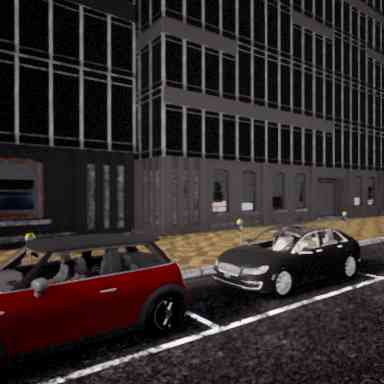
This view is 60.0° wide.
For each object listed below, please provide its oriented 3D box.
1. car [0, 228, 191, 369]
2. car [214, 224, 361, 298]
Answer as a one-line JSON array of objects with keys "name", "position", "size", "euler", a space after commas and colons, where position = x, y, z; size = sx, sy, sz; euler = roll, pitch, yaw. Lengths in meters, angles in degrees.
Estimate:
[{"name": "car", "position": [-2.102, 1.438, 5.061], "size": [4.097, 1.590, 1.967], "euler": [0, 0, -36]}, {"name": "car", "position": [2.532, 1.535, 8.367], "size": [4.403, 1.369, 2.008], "euler": [0, 0, -36]}]
